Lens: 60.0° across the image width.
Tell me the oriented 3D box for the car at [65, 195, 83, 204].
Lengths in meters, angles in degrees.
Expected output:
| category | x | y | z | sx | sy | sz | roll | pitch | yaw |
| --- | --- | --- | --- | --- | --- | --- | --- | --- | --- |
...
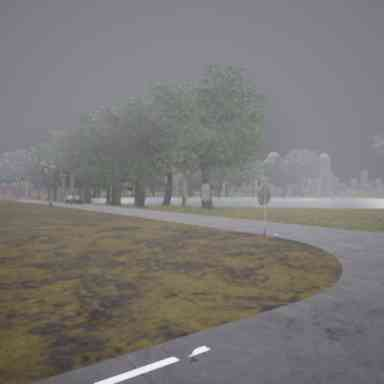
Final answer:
| category | x | y | z | sx | sy | sz | roll | pitch | yaw |
| --- | --- | --- | --- | --- | --- | --- | --- | --- | --- |
| car | -21.125 | 1.286 | 59.278 | 2.097 | 1.767 | 4.553 | 1 | -1 | -36 |
